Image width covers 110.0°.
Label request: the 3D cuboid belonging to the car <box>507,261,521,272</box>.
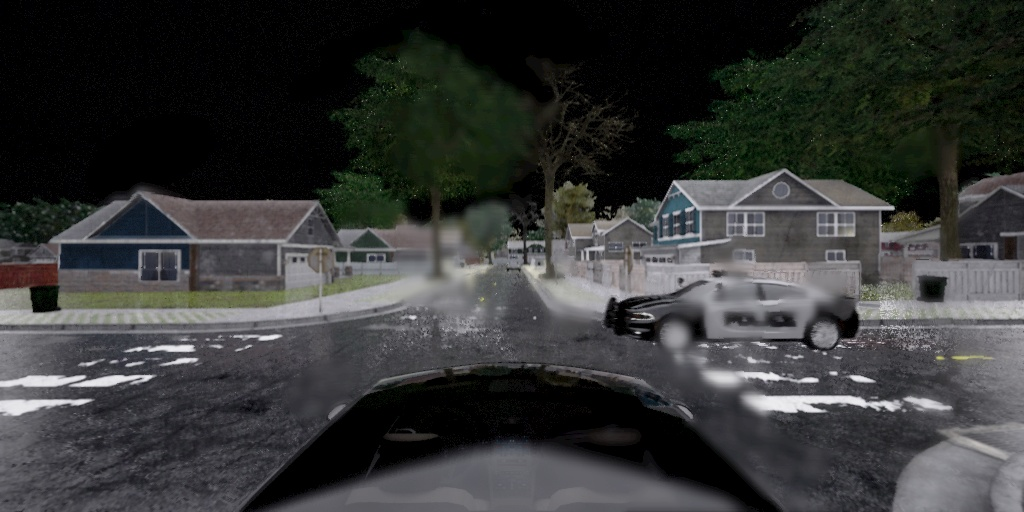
[{"bbox_3d":[0.237,1.502,51.120,1.994,1.385,4.181,0,0,0],"label":"car"}]

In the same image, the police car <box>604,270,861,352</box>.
[{"bbox_3d":[4.845,1.159,8.261,5.238,1.638,1.930,0,0,0],"label":"police car"}]
